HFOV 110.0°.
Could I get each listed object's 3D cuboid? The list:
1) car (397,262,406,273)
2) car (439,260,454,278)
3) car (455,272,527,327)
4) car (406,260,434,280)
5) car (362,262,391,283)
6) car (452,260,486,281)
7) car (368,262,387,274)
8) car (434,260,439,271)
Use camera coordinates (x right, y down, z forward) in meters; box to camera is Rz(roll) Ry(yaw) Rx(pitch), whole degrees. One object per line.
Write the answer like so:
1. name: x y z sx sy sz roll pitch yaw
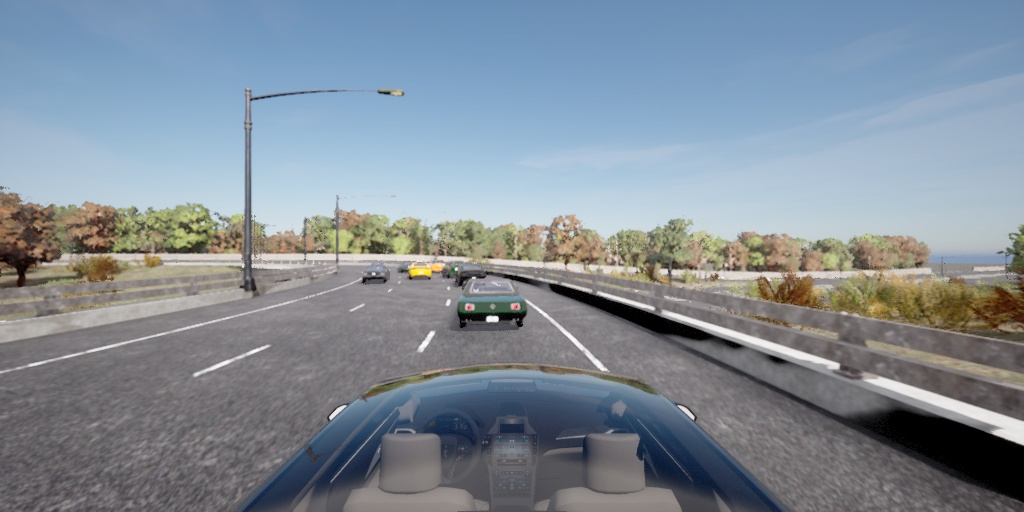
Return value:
1. car: -13.520 1.469 46.176 1.994 1.385 4.181 0 0 -24
2. car: -5.712 1.214 35.671 2.097 1.767 4.553 0 0 -18
3. car: -0.710 1.383 11.689 1.895 1.301 4.718 0 0 -5
4. car: -8.702 1.339 33.659 1.882 1.535 5.008 0 -1 -18
5. car: -11.080 1.398 29.400 2.033 1.411 5.357 0 0 -16
6. car: -3.044 1.307 25.873 1.882 1.535 5.008 0 0 -13
7. car: -17.248 1.473 45.901 1.994 1.385 4.181 0 0 -25
8. car: -9.764 1.252 46.280 2.097 1.767 4.553 0 0 -23
